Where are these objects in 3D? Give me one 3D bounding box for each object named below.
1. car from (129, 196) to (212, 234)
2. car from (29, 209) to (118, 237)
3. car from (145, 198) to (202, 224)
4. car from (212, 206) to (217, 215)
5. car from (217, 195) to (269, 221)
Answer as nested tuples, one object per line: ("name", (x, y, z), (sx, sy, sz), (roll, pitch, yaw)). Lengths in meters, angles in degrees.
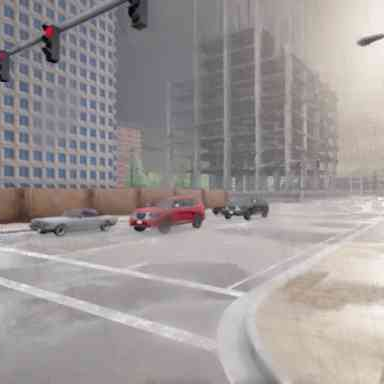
("car", (-1.307, 1.261, 20.167), (2.150, 2.045, 5.566), (0, 0, 33))
("car", (-6.548, 1.644, 18.799), (1.895, 1.301, 4.718), (0, 0, 35))
("car", (-1.337, 1.391, 26.129), (2.097, 1.767, 4.553), (0, 0, 35))
("car", (3.889, 1.636, 33.444), (1.895, 1.301, 4.718), (0, 0, 36))
("car", (4.727, 1.257, 28.596), (2.150, 2.045, 5.566), (0, 0, 36))
